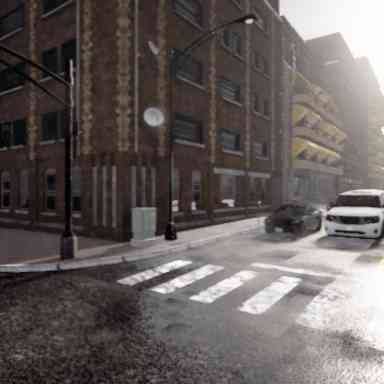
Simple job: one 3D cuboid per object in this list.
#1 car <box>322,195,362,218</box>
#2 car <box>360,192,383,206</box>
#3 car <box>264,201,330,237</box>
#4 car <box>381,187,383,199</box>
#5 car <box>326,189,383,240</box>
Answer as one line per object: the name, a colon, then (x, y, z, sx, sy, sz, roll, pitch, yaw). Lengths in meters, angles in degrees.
car: (11.400, 1.009, 25.095, 1.887, 1.381, 4.507, 1, 2, 35)
car: (20.995, 0.733, 38.601, 2.008, 1.369, 4.403, 1, 2, 35)
car: (5.002, 1.228, 16.090, 1.947, 1.339, 4.313, 1, 2, 35)
car: (33.791, 0.137, 56.604, 2.192, 1.841, 5.009, 1, 2, 35)
car: (7.831, 0.965, 15.446, 2.150, 2.045, 5.566, 0, 3, 35)
